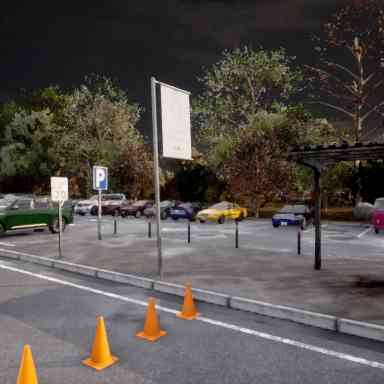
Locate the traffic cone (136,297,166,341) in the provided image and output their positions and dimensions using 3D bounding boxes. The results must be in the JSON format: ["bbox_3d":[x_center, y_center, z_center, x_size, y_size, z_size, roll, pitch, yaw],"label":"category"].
[{"bbox_3d":[-0.637,1.957,5.233,0.340,0.580,0.340,0,0,35],"label":"traffic cone"}]

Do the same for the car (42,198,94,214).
[{"bbox_3d":[-13.463,1.455,36.500,2.097,1.535,5.008,0,0,35],"label":"car"}]

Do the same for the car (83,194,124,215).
[{"bbox_3d":[-8.933,1.212,33.289,2.435,2.045,5.566,0,0,35],"label":"car"}]

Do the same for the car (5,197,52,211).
[{"bbox_3d":[-20.261,1.452,41.318,2.163,1.488,4.792,0,0,35],"label":"car"}]

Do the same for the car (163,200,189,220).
[{"bbox_3d":[0.185,1.504,26.954,2.163,1.488,4.792,0,0,35],"label":"car"}]

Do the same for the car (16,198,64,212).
[{"bbox_3d":[-18.017,1.469,39.671,2.163,1.488,4.792,0,0,35],"label":"car"}]

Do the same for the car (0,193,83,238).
[{"bbox_3d":[-8.926,1.221,17.300,2.435,2.045,5.566,0,0,35],"label":"car"}]

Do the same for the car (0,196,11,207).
[{"bbox_3d":[-29.255,1.332,47.830,1.946,1.575,5.366,1,0,35],"label":"car"}]

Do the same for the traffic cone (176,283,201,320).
[{"bbox_3d":[-0.062,1.957,6.049,0.340,0.580,0.340,0,0,36],"label":"traffic cone"}]

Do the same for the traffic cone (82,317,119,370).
[{"bbox_3d":[-1.212,1.957,4.417,0.340,0.580,0.340,0,0,35],"label":"traffic cone"}]

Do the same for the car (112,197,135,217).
[{"bbox_3d":[-4.371,1.469,30.126,2.097,1.535,5.008,0,0,35],"label":"car"}]

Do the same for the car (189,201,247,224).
[{"bbox_3d":[2.332,1.475,25.183,1.946,1.575,5.366,0,0,35],"label":"car"}]

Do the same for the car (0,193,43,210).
[{"bbox_3d":[-22.563,1.153,42.866,2.435,2.045,5.566,0,0,35],"label":"car"}]

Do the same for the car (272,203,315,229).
[{"bbox_3d":[6.965,1.513,22.119,2.163,1.488,4.792,0,0,35],"label":"car"}]

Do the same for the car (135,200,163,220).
[{"bbox_3d":[-2.099,1.473,28.531,2.231,1.521,4.892,0,0,35],"label":"car"}]

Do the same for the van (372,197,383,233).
[{"bbox_3d":[11.591,1.264,19.047,1.878,1.987,4.442,0,0,35],"label":"van"}]

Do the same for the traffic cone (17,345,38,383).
[{"bbox_3d":[-1.787,1.957,3.600,0.340,0.580,0.340,0,0,35],"label":"traffic cone"}]

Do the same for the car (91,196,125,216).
[{"bbox_3d":[-6.642,1.466,31.721,2.097,1.535,5.008,0,0,35],"label":"car"}]

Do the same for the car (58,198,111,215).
[{"bbox_3d":[-11.190,1.461,34.903,2.231,1.521,4.892,0,0,35],"label":"car"}]

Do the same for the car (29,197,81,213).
[{"bbox_3d":[-15.626,1.444,38.252,1.946,1.575,5.366,0,0,35],"label":"car"}]
